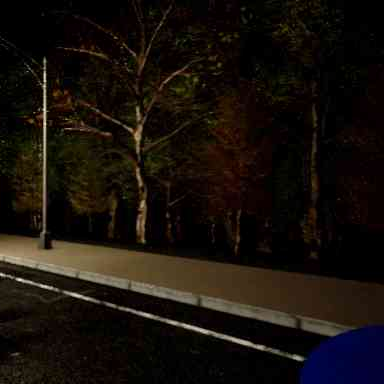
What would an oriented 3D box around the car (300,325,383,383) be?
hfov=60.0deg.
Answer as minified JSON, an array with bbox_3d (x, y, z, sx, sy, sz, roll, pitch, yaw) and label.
[{"bbox_3d":[3.050,1.463,1.509,5.008,1.535,1.882,0,0,36],"label":"car"}]
